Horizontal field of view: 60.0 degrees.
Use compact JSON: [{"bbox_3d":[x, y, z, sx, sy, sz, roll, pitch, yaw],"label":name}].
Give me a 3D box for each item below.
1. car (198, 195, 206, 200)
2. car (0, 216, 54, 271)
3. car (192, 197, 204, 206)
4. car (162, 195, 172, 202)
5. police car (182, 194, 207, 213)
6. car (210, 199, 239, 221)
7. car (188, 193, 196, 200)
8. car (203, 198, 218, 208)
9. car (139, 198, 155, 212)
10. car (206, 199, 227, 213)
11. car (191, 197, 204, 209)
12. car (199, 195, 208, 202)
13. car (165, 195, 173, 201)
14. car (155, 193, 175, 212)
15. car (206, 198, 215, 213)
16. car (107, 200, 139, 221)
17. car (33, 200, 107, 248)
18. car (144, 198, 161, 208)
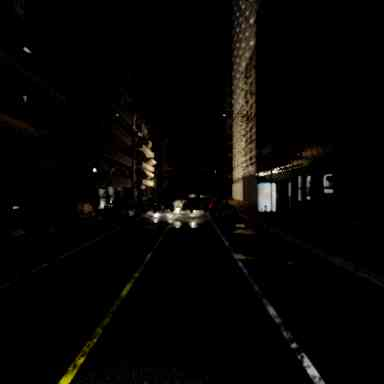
[{"bbox_3d":[2.689,1.505,88.321,2.008,1.369,4.403,0,0,0],"label":"car"},{"bbox_3d":[-5.691,1.573,9.241,1.802,1.307,4.206,0,0,0],"label":"car"},{"bbox_3d":[0.901,1.486,52.994,1.812,1.442,4.674,0,0,0],"label":"car"},{"bbox_3d":[-5.691,1.394,77.023,1.967,1.590,4.097,0,0,0],"label":"car"},{"bbox_3d":[0.248,1.393,36.981,1.930,1.638,5.238,0,0,-18],"label":"police car"},{"bbox_3d":[2.690,1.502,26.357,1.752,1.417,4.829,0,0,0],"label":"car"},{"bbox_3d":[0.001,1.179,88.842,2.097,1.767,4.553,0,0,0],"label":"car"},{"bbox_3d":[2.690,1.528,48.781,1.947,1.339,4.313,0,0,0],"label":"car"},{"bbox_3d":[-5.691,1.519,37.483,2.008,1.369,4.403,0,0,0],"label":"car"},{"bbox_3d":[2.689,1.519,37.484,2.008,1.369,4.403,0,0,0],"label":"car"},{"bbox_3d":[0.781,1.468,47.013,1.837,1.490,4.892,0,0,1],"label":"car"},{"bbox_3d":[2.690,1.499,77.023,1.887,1.381,4.507,0,0,0],"label":"car"},{"bbox_3d":[-5.691,1.536,82.672,1.802,1.307,4.206,0,0,0],"label":"car"},{"bbox_3d":[-3.096,1.187,37.821,2.150,2.045,5.566,0,0,0],"label":"car"},{"bbox_3d":[2.690,1.413,31.834,1.967,1.590,4.097,0,0,0],"label":"car"},{"bbox_3d":[-5.691,1.417,26.187,1.967,1.590,4.097,0,0,0],"label":"car"},{"bbox_3d":[-5.691,1.301,14.889,2.192,1.841,5.009,0,0,0],"label":"car"},{"bbox_3d":[-5.691,1.527,48.780,1.947,1.339,4.313,0,0,0],"label":"car"}]
